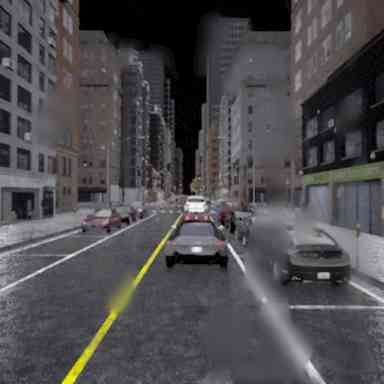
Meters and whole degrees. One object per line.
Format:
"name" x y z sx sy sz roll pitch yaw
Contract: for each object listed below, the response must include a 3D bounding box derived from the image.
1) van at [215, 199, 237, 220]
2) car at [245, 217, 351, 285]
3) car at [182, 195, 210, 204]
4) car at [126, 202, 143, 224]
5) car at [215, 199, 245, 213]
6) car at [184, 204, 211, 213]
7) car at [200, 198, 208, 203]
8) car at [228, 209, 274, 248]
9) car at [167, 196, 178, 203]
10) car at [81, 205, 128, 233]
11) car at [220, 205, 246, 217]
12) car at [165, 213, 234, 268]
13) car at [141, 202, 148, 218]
"van" 3.152 1.577 31.636 1.690 1.788 3.998 0 0 1
"car" 2.936 1.628 9.541 2.008 1.369 4.403 0 0 1
"car" 0.346 1.472 34.855 2.150 2.045 5.566 0 0 -1
"car" -5.428 1.737 26.187 1.947 1.339 4.313 0 0 1
"car" 3.098 1.511 26.113 2.192 1.841 5.009 0 0 1
"car" 0.325 1.779 24.743 1.895 1.301 4.718 0 0 1
"car" 3.154 2.249 86.832 1.802 1.307 4.206 0 0 -1
"car" 2.990 1.668 15.064 2.008 1.369 4.403 0 0 1
"car" -5.370 2.081 86.738 1.967 1.590 4.097 0 0 -1
"car" -5.482 1.714 20.663 1.802 1.307 4.206 0 0 1
"car" 3.044 1.722 20.587 1.947 1.339 4.313 0 0 1
"car" 0.188 1.648 11.641 1.994 1.385 4.181 0 0 2
"car" -5.374 1.651 31.713 1.967 1.590 4.097 0 0 1
